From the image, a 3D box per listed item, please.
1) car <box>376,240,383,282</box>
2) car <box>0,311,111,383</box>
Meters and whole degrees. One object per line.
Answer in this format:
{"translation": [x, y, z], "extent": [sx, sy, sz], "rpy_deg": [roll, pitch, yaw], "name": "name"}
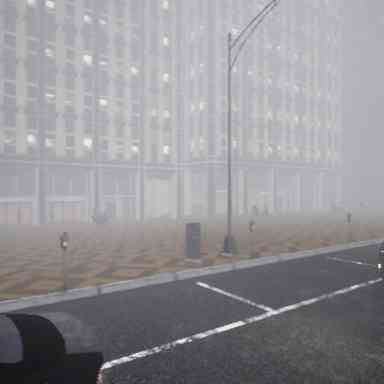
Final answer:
{"translation": [6.766, 1.218, 8.185], "extent": [5.566, 2.045, 2.150], "rpy_deg": [0, 0, -36], "name": "car"}
{"translation": [-2.763, 1.493, 1.403], "extent": [4.902, 1.511, 2.128], "rpy_deg": [0, 0, -35], "name": "car"}
